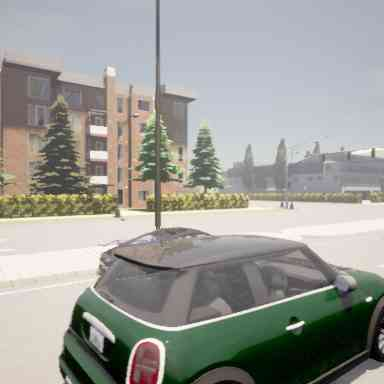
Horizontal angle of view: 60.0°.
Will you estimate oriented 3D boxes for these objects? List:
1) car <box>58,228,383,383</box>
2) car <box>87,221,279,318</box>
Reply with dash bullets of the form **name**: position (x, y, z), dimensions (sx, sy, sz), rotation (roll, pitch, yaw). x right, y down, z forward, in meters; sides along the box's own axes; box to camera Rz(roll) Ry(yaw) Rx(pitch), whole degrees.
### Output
- **car**: position (0.819, 1.350, 4.313), dimensions (4.553, 1.767, 2.097), rotation (0, 0, -37)
- **car**: position (-0.100, 1.558, 7.962), dimensions (4.181, 1.385, 1.994), rotation (0, 0, -35)
